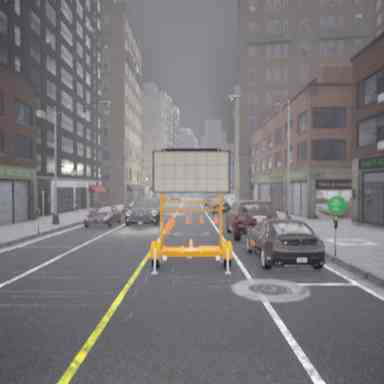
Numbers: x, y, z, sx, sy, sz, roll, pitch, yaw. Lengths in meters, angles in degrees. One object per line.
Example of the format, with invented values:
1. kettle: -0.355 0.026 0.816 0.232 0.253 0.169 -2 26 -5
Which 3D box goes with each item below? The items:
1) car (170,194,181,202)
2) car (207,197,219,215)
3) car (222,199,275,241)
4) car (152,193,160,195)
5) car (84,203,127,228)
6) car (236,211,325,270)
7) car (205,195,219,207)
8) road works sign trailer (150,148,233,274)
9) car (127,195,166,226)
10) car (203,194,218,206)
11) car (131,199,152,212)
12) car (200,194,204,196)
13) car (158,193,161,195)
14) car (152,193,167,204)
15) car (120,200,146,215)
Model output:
1. car: -3.115 1.078 64.428 1.882 1.535 5.008 0 0 0
2. car: 2.792 1.472 32.792 1.947 1.339 4.313 -1 0 0
3. car: 2.819 1.270 16.273 2.192 1.841 5.009 -1 0 0
4. car: -5.753 1.310 43.779 1.967 1.590 4.097 -1 0 0
5. car: -5.713 1.521 21.749 1.802 1.307 4.206 -1 0 0
6. car: 2.831 1.521 10.767 2.008 1.369 4.403 -1 0 0
7. car: 2.782 1.413 38.468 1.752 1.417 4.829 -1 0 0
8. road works sign trailer: -0.019 0.435 10.440 2.380 3.560 2.880 0 0 0
9. car: -3.140 1.289 22.469 2.097 1.767 4.553 0 0 0
10. car: 2.764 1.417 49.311 1.947 1.339 4.313 -1 0 0
11. car: -5.742 1.470 38.272 1.802 1.307 4.206 -1 0 0
12. car: 2.754 1.397 54.818 1.947 1.339 4.313 -1 0 0
13. car: -5.774 1.146 54.795 2.192 1.841 5.009 -1 0 0
14. car: -5.784 1.125 60.302 2.192 1.841 5.009 -1 0 0
15. car: -5.733 1.488 32.764 1.802 1.307 4.206 -1 0 0
